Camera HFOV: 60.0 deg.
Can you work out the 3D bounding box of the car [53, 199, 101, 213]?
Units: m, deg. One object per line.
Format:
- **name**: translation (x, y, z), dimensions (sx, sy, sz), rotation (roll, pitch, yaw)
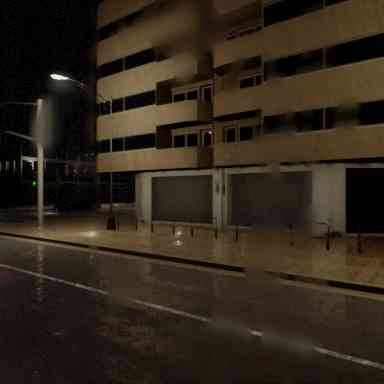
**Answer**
- **car**: translation (-12.963, 1.547, 37.900), dimensions (2.033, 1.411, 5.357), rotation (0, 0, 37)
